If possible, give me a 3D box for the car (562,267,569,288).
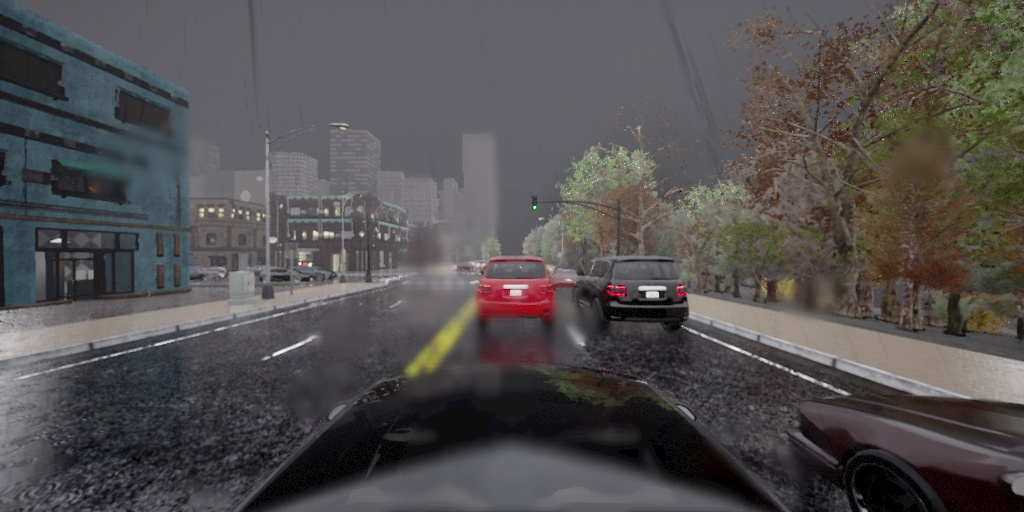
[{"bbox_3d":[3.375,1.413,23.375,1.994,1.385,4.181,0,0,0],"label":"car"}]

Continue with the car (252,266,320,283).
[{"bbox_3d":[-19.909,1.704,31.714,4.313,1.339,1.948,0,0,0],"label":"car"}]

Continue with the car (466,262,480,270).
[{"bbox_3d":[-6.496,1.616,60.600,1.895,1.301,4.718,0,0,0],"label":"car"}]

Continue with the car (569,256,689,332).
[{"bbox_3d":[3.366,1.017,11.186,2.150,2.045,5.566,0,0,1],"label":"car"}]

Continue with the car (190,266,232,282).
[{"bbox_3d":[-30.244,1.735,34.450,4.902,1.511,2.128,-1,0,0],"label":"car"}]

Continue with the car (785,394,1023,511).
[{"bbox_3d":[3.347,1.293,0.686,2.033,1.411,5.357,0,0,0],"label":"car"}]

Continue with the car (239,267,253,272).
[{"bbox_3d":[-28.231,1.740,40.237,4.403,1.370,2.007,0,0,0],"label":"car"}]

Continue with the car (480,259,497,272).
[{"bbox_3d":[-3.282,1.325,50.796,2.097,1.767,4.553,0,0,0],"label":"car"}]

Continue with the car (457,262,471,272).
[{"bbox_3d":[-6.544,1.574,51.022,1.895,1.301,4.718,0,0,1],"label":"car"}]

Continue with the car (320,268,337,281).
[{"bbox_3d":[-19.129,1.679,34.422,4.181,1.385,1.994,-1,0,0],"label":"car"}]

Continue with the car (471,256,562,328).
[{"bbox_3d":[0.114,1.020,11.771,2.150,2.045,5.566,0,0,0],"label":"car"}]
